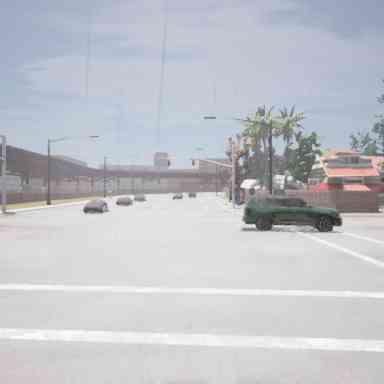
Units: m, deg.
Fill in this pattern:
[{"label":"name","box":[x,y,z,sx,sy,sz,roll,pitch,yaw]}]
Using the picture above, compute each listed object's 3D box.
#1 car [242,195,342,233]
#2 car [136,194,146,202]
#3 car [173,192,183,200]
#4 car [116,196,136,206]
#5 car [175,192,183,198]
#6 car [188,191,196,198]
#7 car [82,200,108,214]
[{"label":"car","box":[5.727,1.227,19.555,5.566,2.045,2.150,0,1,8]},{"label":"car","box":[-10.458,1.152,66.776,1.812,1.442,4.674,0,1,0]},{"label":"car","box":[-3.430,1.031,76.844,1.895,1.301,4.718,0,1,0]},{"label":"car","box":[-10.540,1.405,51.858,1.994,1.385,4.181,0,1,0]},{"label":"car","box":[-3.421,0.786,87.162,1.994,1.385,4.181,0,1,0]},{"label":"car","box":[0.079,0.595,86.800,2.097,1.767,4.553,0,1,0]},{"label":"car","box":[-10.282,1.527,35.750,2.033,1.411,5.357,0,0,-5]}]
